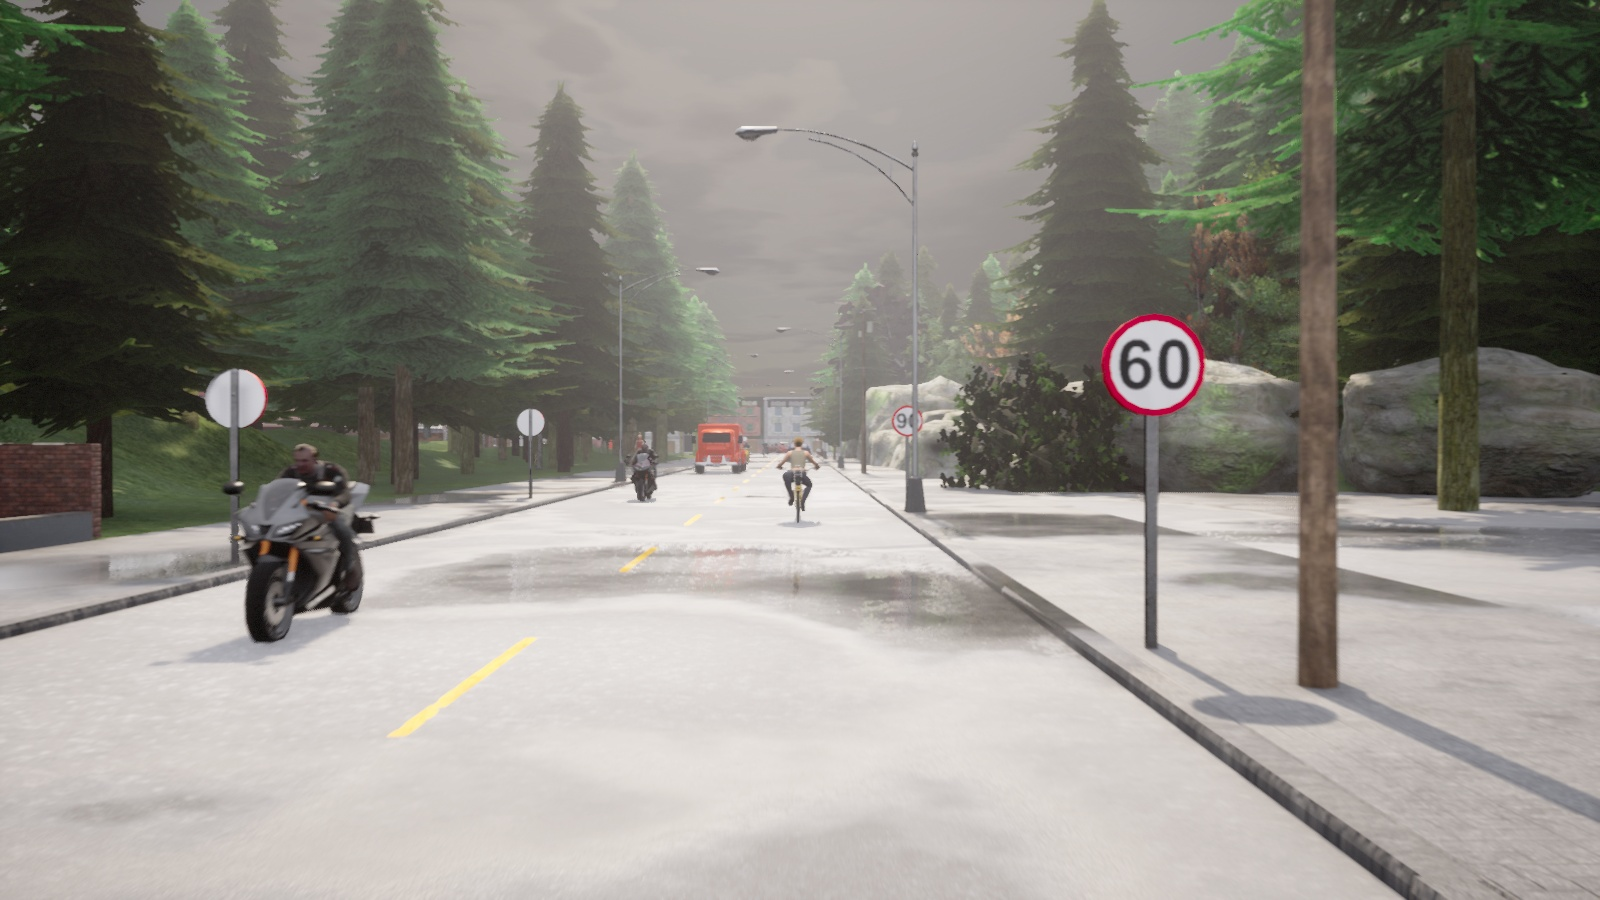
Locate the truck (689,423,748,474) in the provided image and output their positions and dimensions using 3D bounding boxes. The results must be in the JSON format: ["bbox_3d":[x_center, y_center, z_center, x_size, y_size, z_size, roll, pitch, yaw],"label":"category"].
[{"bbox_3d":[-4.040,-0.099,63.217,2.627,2.467,5.204,0,0,0],"label":"truck"}]

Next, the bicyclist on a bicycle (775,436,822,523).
[{"bbox_3d":[-0.025,0.548,23.990,0.866,1.612,1.509,0,0,0],"label":"bicyclist on a bicycle"}]

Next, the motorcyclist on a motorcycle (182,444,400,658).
[{"bbox_3d":[-4.001,0.722,10.101,0.866,1.530,2.191,0,0,0],"label":"motorcyclist on a motorcycle"}]

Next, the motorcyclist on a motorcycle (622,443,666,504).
[{"bbox_3d":[-4.033,0.595,32.536,0.866,1.530,2.191,0,0,0],"label":"motorcyclist on a motorcycle"}]
